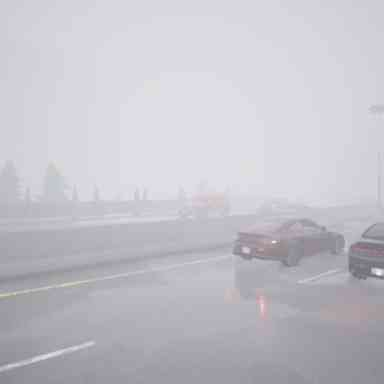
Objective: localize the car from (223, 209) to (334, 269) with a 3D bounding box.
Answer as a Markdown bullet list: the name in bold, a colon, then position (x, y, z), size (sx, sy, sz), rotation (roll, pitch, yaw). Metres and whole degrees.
- **car**: position (3.332, 1.518, 11.207), size (4.674, 1.442, 1.812), rotation (0, 0, -40)

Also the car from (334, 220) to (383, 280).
- **car**: position (5.905, 1.483, 8.820), size (4.892, 1.490, 1.837), rotation (0, 0, -41)

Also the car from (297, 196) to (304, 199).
- **car**: position (20.879, 1.464, 64.962), size (2.128, 1.511, 4.902), rotation (0, 0, 15)

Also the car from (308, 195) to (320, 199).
- **car**: position (25.497, 1.429, 69.423), size (2.128, 1.511, 4.902), rotation (0, 0, 11)

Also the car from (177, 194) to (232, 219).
- **car**: position (1.208, 1.236, 28.924), size (2.150, 2.045, 5.566), rotation (0, 0, 42)

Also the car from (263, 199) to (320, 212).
- **car**: position (7.918, 1.527, 25.932), size (2.033, 1.411, 5.357), rotation (0, 0, 41)

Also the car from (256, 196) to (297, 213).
- **car**: position (7.790, 1.336, 31.409), size (2.097, 1.767, 4.553), rotation (0, 0, 37)

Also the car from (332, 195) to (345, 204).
- **car**: position (27.188, 1.410, 61.659), size (1.837, 1.490, 4.892), rotation (0, 0, 18)
